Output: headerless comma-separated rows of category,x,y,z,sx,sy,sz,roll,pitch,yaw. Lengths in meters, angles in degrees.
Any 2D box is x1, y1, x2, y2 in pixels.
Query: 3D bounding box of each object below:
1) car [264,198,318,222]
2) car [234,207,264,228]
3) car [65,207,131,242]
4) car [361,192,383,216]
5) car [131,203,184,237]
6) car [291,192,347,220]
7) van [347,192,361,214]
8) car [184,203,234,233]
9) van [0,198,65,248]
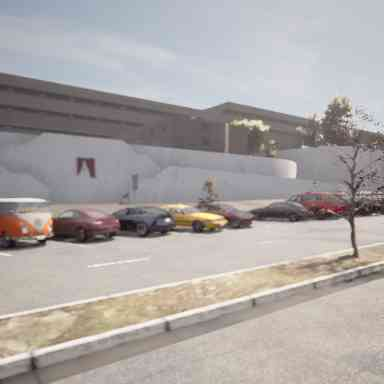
car,6.625,1.427,25.006,4.674,1.452,2.002,-1,0,35
car,1.787,1.471,21.531,4.792,1.488,2.163,-1,-1,35
car,-5.531,1.526,16.345,4.674,1.452,2.002,-1,0,35
car,13.936,1.030,30.192,5.566,2.045,2.435,-1,-1,35
car,-3.128,1.508,18.095,4.792,1.488,2.163,-1,0,35
car,9.023,1.105,26.755,5.566,2.045,2.435,-1,0,35
van,11.580,1.091,28.411,4.442,1.987,1.878,-1,-1,35
car,-0.514,1.455,19.714,5.366,1.575,1.946,-1,-1,35
van,-7.862,1.267,14.562,4.442,1.987,1.878,-1,-1,35
